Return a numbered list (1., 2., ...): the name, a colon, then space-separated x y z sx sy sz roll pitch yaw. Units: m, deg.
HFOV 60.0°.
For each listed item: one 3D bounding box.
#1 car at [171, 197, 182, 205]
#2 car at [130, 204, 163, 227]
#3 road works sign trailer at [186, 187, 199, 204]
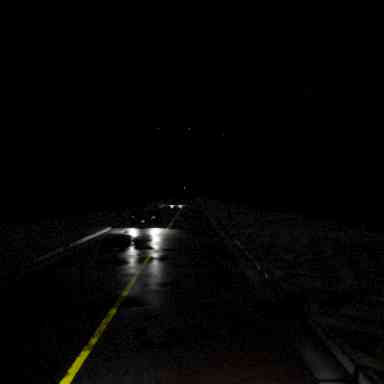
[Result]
1. car: -3.037 1.724 64.712 1.882 1.535 5.008 0 0 0
2. car: -3.106 1.591 23.379 1.812 1.442 4.674 0 0 0
3. road works sign trailer: -0.024 0.768 73.430 2.380 3.560 2.880 0 0 0
